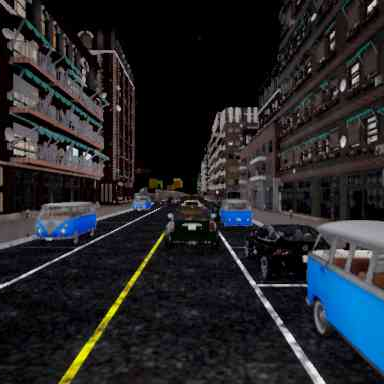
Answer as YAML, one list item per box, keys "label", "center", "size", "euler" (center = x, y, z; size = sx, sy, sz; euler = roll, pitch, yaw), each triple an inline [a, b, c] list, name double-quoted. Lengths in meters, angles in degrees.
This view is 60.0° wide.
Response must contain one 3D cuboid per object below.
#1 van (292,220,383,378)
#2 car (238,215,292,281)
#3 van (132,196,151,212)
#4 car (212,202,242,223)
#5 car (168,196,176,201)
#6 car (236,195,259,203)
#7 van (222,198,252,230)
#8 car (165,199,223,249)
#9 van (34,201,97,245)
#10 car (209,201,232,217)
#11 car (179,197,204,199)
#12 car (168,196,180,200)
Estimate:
- label: "van"
  center: [2.696, 1.339, 4.010]
  size: [1.690, 1.788, 3.998]
  euler: [0, 0, 0]
- label: "car"
  center: [2.695, 1.566, 9.671]
  size: [1.947, 1.339, 4.313]
  euler: [0, 0, 0]
- label: "van"
  center: [-5.685, 1.364, 37.981]
  size: [1.690, 1.788, 3.998]
  euler: [0, 0, 0]
- label: "car"
  center: [2.695, 1.577, 26.658]
  size: [1.947, 1.339, 4.313]
  euler: [0, 0, 0]
- label: "car"
  center: [-5.687, 1.694, 93.031]
  size: [1.947, 1.339, 4.313]
  euler: [0, 0, 0]
- label: "car"
  center: [13.466, 1.696, 80.709]
  size: [5.009, 1.841, 2.192]
  euler: [1, -1, -1]
- label: "van"
  center: [2.696, 1.348, 20.996]
  size: [1.690, 1.788, 3.998]
  euler: [0, 0, 0]
- label: "car"
  center: [0.000, 1.369, 14.621]
  size: [2.097, 1.767, 4.553]
  euler: [0, 0, 0]
- label: "van"
  center: [-5.684, 1.344, 15.333]
  size: [1.690, 1.788, 3.998]
  euler: [0, 0, 0]
- label: "car"
  center: [2.694, 1.583, 32.321]
  size: [1.947, 1.339, 4.313]
  euler: [0, 0, 0]
- label: "car"
  center: [0.000, 1.500, 29.651]
  size: [1.882, 1.535, 5.008]
  euler: [0, 0, 0]
- label: "car"
  center: [-3.000, 1.582, 64.652]
  size: [2.128, 1.511, 4.902]
  euler: [0, 0, 0]
